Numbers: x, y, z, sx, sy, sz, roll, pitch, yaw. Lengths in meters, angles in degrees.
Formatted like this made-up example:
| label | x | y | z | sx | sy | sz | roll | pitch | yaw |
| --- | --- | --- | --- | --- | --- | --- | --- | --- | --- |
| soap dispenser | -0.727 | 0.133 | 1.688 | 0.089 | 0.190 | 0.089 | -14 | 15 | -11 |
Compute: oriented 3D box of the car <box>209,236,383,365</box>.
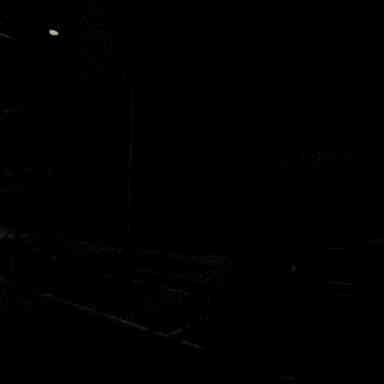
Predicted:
| label | x | y | z | sx | sy | sz | roll | pitch | yaw |
| --- | --- | --- | --- | --- | --- | --- | --- | --- | --- |
| car | 2.687 | 1.618 | 5.146 | 5.009 | 1.841 | 2.192 | -1 | -3 | 38 |

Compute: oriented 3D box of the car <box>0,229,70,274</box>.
| label | x | y | z | sx | sy | sz | roll | pitch | yaw |
| --- | --- | --- | --- | --- | --- | --- | --- | --- | --- |
| car | -6.236 | 1.997 | 12.106 | 4.507 | 1.381 | 1.887 | -1 | -3 | 38 |
